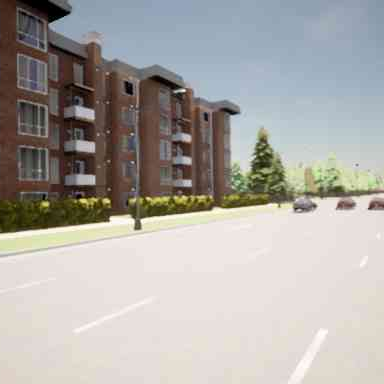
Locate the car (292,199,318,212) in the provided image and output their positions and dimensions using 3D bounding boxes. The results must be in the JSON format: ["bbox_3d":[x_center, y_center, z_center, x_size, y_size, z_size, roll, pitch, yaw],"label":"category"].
[{"bbox_3d":[13.268,1.559,38.927,2.033,1.411,5.357,-1,0,33],"label":"car"}]

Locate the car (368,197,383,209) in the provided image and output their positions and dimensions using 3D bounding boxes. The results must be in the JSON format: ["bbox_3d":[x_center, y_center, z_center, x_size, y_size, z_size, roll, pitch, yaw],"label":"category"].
[{"bbox_3d":[22.913,1.387,41.022,1.812,1.442,4.674,-1,0,33],"label":"car"}]

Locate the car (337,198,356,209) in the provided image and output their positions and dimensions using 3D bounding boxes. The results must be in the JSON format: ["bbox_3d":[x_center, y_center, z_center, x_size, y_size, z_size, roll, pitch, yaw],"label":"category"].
[{"bbox_3d":[19.730,1.450,42.539,1.812,1.442,4.674,-1,0,33],"label":"car"}]
